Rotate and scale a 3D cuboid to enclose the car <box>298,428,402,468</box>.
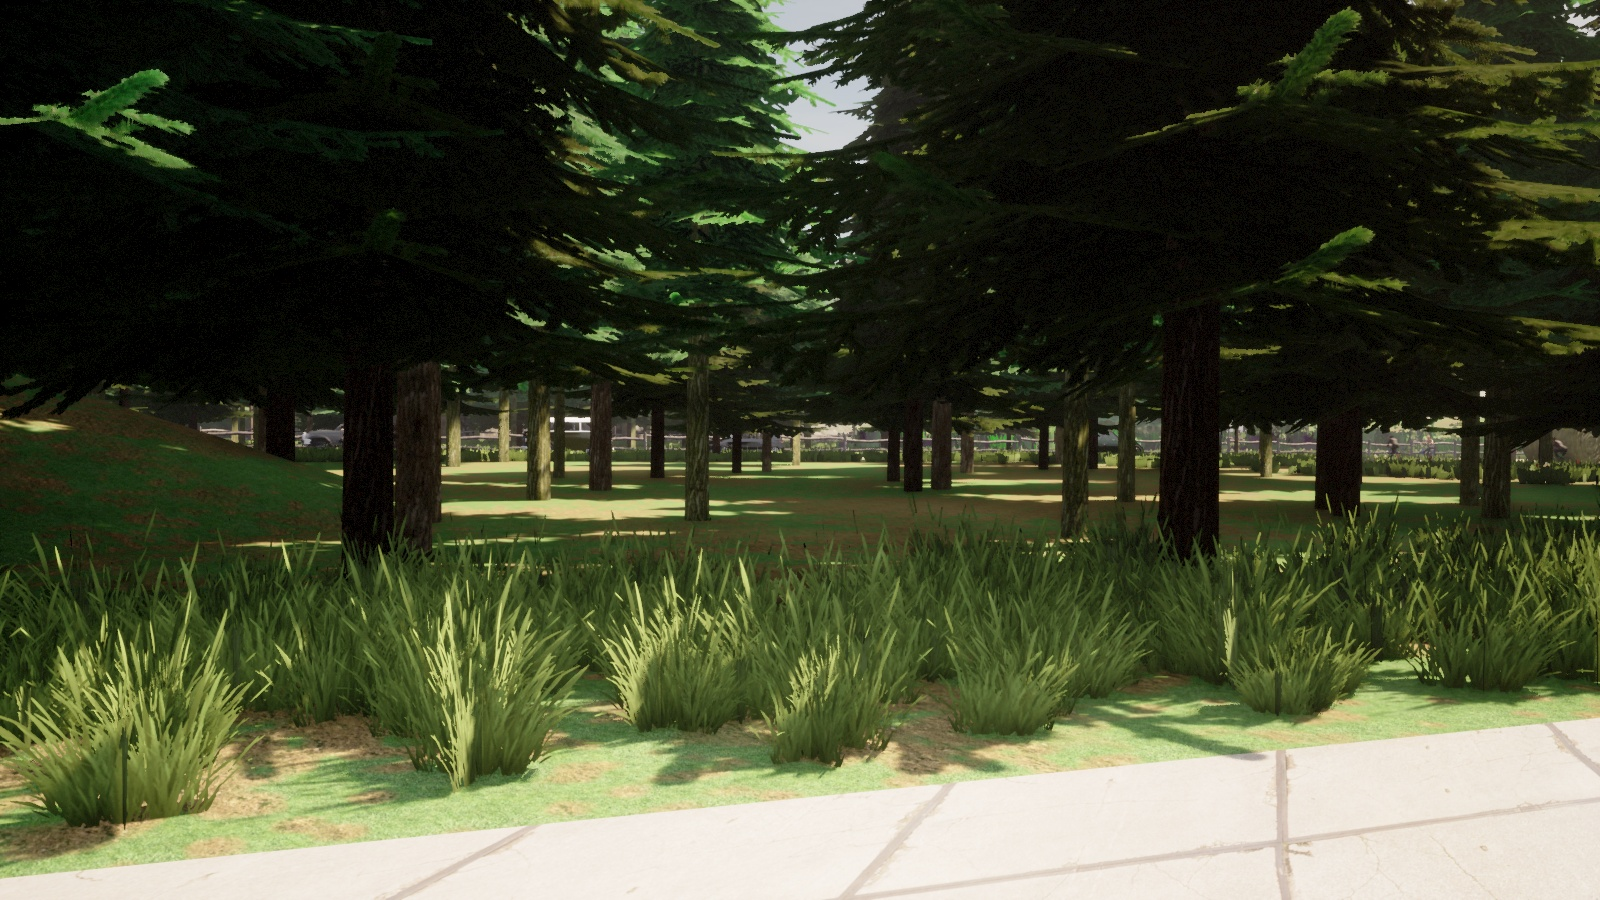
[{"bbox_3d":[-21.366,-0.122,59.675,4.605,1.855,1.932,0,1,-21],"label":"car"}]

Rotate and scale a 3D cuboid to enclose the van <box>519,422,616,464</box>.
[{"bbox_3d":[-11.735,-0.382,63.328,4.480,2.038,2.069,-1,1,-21],"label":"van"}]

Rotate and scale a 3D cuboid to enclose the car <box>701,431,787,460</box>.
[{"bbox_3d":[-2.969,-0.241,66.668,4.193,1.474,1.816,-1,1,-21],"label":"car"}]

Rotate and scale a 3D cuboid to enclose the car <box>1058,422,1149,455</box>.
[{"bbox_3d":[16.966,-0.678,70.239,4.553,1.767,2.097,-1,1,-19],"label":"car"}]
